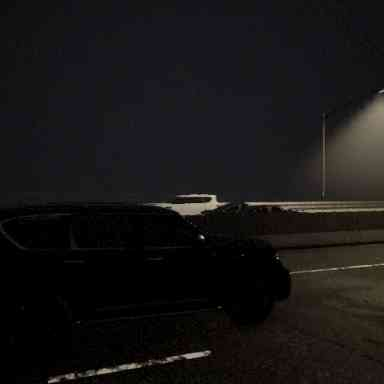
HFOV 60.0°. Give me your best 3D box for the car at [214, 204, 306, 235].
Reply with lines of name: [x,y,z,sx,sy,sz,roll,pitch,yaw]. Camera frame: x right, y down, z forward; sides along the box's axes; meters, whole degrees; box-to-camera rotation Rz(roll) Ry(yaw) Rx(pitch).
car: [3.859,1.504,18.980,4.892,1.490,1.837,0,0,-19]

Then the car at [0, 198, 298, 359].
car: [-1.009,1.220,5.957,5.566,2.045,2.150,0,0,-19]

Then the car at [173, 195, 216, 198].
car: [-0.592,1.222,24.844,5.566,2.045,2.150,0,0,-19]

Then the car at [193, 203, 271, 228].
car: [2.694,1.504,22.282,4.892,1.490,1.837,0,0,-19]
